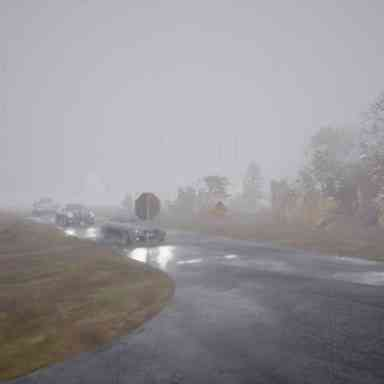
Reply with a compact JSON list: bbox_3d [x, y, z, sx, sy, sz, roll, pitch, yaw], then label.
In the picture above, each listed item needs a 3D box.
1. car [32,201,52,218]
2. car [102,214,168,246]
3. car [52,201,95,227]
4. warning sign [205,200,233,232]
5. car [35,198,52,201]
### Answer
[{"bbox_3d":[-16.133,1.984,36.381,1.812,1.442,4.674,1,-1,-34],"label":"car"},{"bbox_3d":[-2.967,1.787,16.689,1.994,1.385,4.181,1,-1,-36],"label":"car"},{"bbox_3d":[-9.169,1.686,25.971,2.097,1.767,4.553,1,-1,-34],"label":"car"},{"bbox_3d":[1.657,1.424,20.161,1.300,1.860,1.060,1,-1,-34],"label":"warning sign"},{"bbox_3d":[-24.033,1.915,53.857,2.150,2.045,5.566,1,-1,-34],"label":"car"}]
